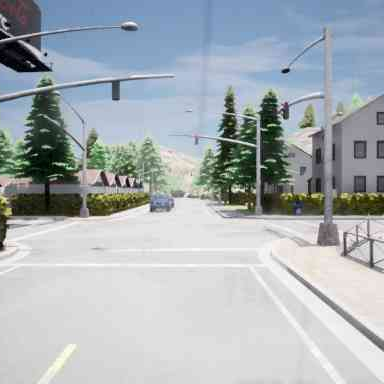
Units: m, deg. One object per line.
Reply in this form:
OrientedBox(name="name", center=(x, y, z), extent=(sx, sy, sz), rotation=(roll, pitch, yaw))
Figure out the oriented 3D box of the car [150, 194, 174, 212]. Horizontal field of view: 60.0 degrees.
OrientedBox(name="car", center=(-3.611, 1.221, 39.005), extent=(2.150, 2.045, 5.566), rotation=(0, 0, 0))
